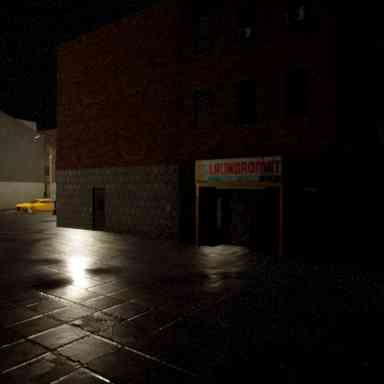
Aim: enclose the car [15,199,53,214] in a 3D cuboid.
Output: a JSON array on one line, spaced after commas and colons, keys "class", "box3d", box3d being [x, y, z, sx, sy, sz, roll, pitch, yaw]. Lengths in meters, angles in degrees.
[{"class": "car", "box3d": [-16.311, 1.504, 35.748, 1.882, 1.535, 5.008, 0, 0, 36]}]
